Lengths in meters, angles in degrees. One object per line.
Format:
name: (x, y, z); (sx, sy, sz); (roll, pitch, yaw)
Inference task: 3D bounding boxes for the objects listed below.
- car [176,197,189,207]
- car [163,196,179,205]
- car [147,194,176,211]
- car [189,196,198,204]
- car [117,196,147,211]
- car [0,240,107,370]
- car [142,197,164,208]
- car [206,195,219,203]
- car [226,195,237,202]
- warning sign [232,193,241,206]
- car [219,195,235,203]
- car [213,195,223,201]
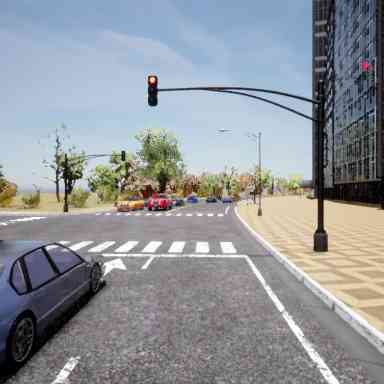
car: (-2.372, 1.495, 52.616); (2.128, 1.511, 4.902); (0, 0, 8)
car: (-3.961, 1.508, 62.734); (1.837, 1.490, 4.892); (0, 0, 10)
car: (-3.896, 1.221, 41.441); (2.150, 2.045, 5.566); (0, 0, 7)
car: (0.070, 1.534, 66.579); (1.812, 1.442, 4.674); (0, 0, 11)
car: (-7.371, 1.350, 40.021); (2.097, 1.767, 4.553); (0, 0, 8)
car: (-3.035, 1.547, 5.651); (2.033, 1.411, 5.357); (0, 0, 1)
car: (-5.910, 1.548, 51.010); (2.033, 1.411, 5.357); (0, 0, 8)
car: (4.217, 1.559, 70.759); (1.994, 1.385, 4.181); (0, 0, 12)
car: (9.650, 1.545, 80.338); (2.128, 1.511, 4.902); (0, 0, 14)
warning sign: (6.478, 1.122, 48.189); (1.300, 1.860, 1.060); (0, 0, 8)
car: (7.496, 1.561, 70.037); (2.033, 1.411, 5.357); (0, 0, 12)
car: (6.340, 1.392, 80.466); (1.812, 1.442, 4.674); (0, 0, 14)
